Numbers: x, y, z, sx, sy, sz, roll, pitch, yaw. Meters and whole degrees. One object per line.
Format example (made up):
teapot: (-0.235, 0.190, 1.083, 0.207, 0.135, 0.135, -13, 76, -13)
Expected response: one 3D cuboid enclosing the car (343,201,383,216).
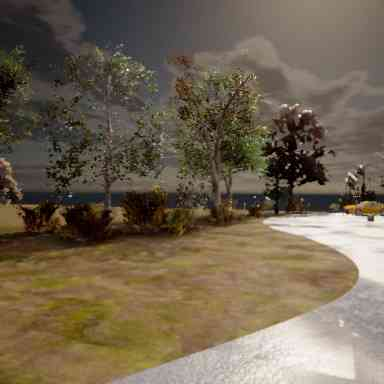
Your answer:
car: (18.936, 1.759, 36.254, 5.008, 1.535, 1.882, 0, -1, -11)
